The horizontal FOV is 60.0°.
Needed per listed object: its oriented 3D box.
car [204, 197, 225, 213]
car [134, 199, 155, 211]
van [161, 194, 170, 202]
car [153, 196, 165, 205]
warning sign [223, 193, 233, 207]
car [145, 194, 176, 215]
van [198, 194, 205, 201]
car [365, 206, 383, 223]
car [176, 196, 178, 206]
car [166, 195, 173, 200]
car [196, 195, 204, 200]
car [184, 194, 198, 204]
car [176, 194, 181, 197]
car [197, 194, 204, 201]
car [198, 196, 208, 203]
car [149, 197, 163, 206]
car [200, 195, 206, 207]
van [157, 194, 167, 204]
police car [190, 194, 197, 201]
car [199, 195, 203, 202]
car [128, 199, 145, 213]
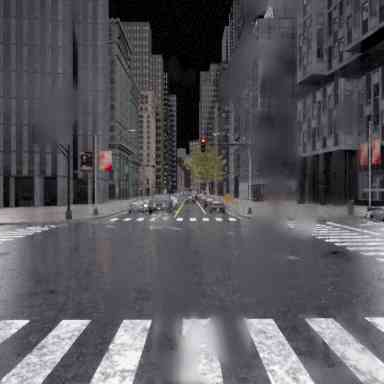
[{"bbox_3d":[2.662,1.555,36.429,2.008,1.369,4.403,0,0,0],"label":"car"},{"bbox_3d":[-5.895,1.557,41.370,2.008,1.369,4.403,0,0,0],"label":"car"},{"bbox_3d":[-6.129,1.367,77.594,1.690,1.788,3.998,0,0,0],"label":"van"},{"bbox_3d":[-6.023,1.540,61.184,1.752,1.417,4.829,0,0,0],"label":"car"},{"bbox_3d":[4.912,1.122,45.519,1.300,1.860,1.060,0,0,0],"label":"warning sign"},{"bbox_3d":[-3.183,1.226,34.690,2.150,2.045,5.566,0,0,0],"label":"car"},{"bbox_3d":[2.356,1.372,83.790,1.690,1.788,3.998,0,0,0],"label":"van"},{"bbox_3d":[13.588,1.215,20.992,4.902,1.511,2.128,-1,0,0],"label":"car"},{"bbox_3d":[-3.247,1.608,44.642,1.895,1.301,4.718,0,0,0],"label":"car"},{"bbox_3d":[-6.233,1.623,93.832,1.802,1.307,4.206,0,0,0],"label":"car"},{"bbox_3d":[2.289,1.592,94.367,2.008,1.369,4.403,0,0,0],"label":"car"},{"bbox_3d":[-0.287,1.543,65.595,1.812,1.442,4.674,0,0,0],"label":"car"},{"bbox_3d":[-3.300,1.537,54.682,1.812,1.442,4.674,0,0,0],"label":"car"},{"bbox_3d":[2.493,1.566,62.634,2.008,1.369,4.403,0,0,0],"label":"car"},{"bbox_3d":[2.425,1.588,73.213,1.947,1.339,4.313,0,0,0],"label":"car"},{"bbox_3d":[-5.989,1.578,55.941,1.947,1.339,4.313,0,0,0],"label":"car"},{"bbox_3d":[2.592,1.553,47.318,1.887,1.381,4.507,0,0,0],"label":"car"},{"bbox_3d":[-6.059,1.359,66.767,1.690,1.788,3.998,0,0,0],"label":"van"},{"bbox_3d":[0.452,1.462,90.604,1.930,1.638,5.238,0,0,0],"label":"police car"},{"bbox_3d":[2.557,1.561,52.762,2.008,1.369,4.403,0,0,0],"label":"car"},{"bbox_3d":[-5.863,1.555,36.377,2.008,1.369,4.403,0,0,0],"label":"car"}]
